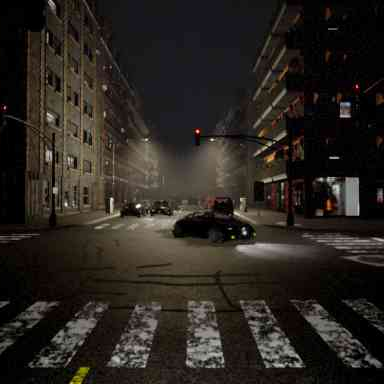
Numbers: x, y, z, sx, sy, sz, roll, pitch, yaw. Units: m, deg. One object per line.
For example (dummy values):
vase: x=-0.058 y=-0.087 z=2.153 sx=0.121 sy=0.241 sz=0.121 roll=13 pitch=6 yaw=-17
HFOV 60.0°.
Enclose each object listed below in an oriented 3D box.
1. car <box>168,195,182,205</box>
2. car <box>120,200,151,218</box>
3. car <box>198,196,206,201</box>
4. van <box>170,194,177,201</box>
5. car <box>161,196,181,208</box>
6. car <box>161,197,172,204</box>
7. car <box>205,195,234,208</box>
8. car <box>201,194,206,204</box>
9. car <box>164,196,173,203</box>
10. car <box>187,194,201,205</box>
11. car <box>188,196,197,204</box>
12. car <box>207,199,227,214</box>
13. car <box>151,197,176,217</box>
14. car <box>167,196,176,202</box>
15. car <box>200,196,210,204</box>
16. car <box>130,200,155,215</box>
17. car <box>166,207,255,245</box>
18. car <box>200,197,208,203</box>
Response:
car: x=-2.680 y=1.613 z=58.061 sx=2.033 sy=1.411 sz=5.357 roll=0 pitch=0 yaw=0
car: x=-5.255 y=1.577 z=30.109 sx=1.947 sy=1.339 sz=4.313 roll=1 pitch=0 yaw=0
car: x=2.709 y=1.814 z=91.318 sx=1.947 sy=1.339 sz=4.313 roll=1 pitch=0 yaw=0
van: x=-5.168 y=1.589 z=91.298 sx=1.690 sy=1.788 sz=3.998 roll=1 pitch=0 yaw=0
car: x=-2.762 y=1.584 z=42.341 sx=1.994 sy=1.385 sz=4.181 roll=0 pitch=0 yaw=0
car: x=-5.203 y=1.667 z=69.042 sx=2.008 sy=1.369 sz=4.403 roll=1 pitch=0 yaw=0
car: x=2.629 y=1.326 z=30.144 sx=2.192 sy=1.841 sz=5.009 roll=1 pitch=0 yaw=0
car: x=2.644 y=1.336 z=41.269 sx=2.192 sy=1.841 sz=5.009 roll=1 pitch=0 yaw=0
car: x=-5.195 y=1.671 z=74.434 sx=1.752 sy=1.417 sz=4.829 roll=1 pitch=0 yaw=0
car: x=0.192 y=1.550 z=59.889 sx=1.882 sy=1.535 sz=5.008 roll=0 pitch=0 yaw=0
car: x=0.173 y=1.601 z=70.329 sx=1.882 sy=1.535 sz=5.008 roll=0 pitch=0 yaw=0
car: x=2.633 y=1.540 z=35.873 sx=1.752 sy=1.417 sz=4.829 roll=1 pitch=0 yaw=0
car: x=-2.798 y=1.518 z=31.051 sx=1.837 sy=1.490 sz=4.892 roll=0 pitch=0 yaw=0
car: x=-5.179 y=1.764 z=85.733 sx=2.008 sy=1.369 sz=4.403 roll=1 pitch=0 yaw=0
car: x=2.679 y=1.557 z=69.067 sx=1.967 sy=1.590 sz=4.097 roll=1 pitch=0 yaw=0
car: x=-5.247 y=1.581 z=35.671 sx=1.947 sy=1.339 sz=4.313 roll=1 pitch=0 yaw=0
car: x=0.937 y=1.609 z=15.843 sx=1.994 sy=1.385 sz=4.181 roll=1 pitch=-1 yaw=-42
car: x=2.685 y=1.729 z=74.626 sx=1.802 sy=1.307 sz=4.206 roll=1 pitch=0 yaw=0
